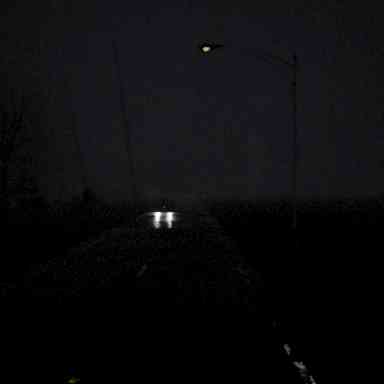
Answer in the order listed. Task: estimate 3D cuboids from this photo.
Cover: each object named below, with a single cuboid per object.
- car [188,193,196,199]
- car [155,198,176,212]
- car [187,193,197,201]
[{"bbox_3d":[-0.042,0.913,80.253,1.882,1.535,5.008,0,0,0],"label":"car"},{"bbox_3d":[-2.771,1.354,35.269,1.994,1.385,4.181,0,0,0],"label":"car"},{"bbox_3d":[-0.036,1.085,69.831,1.882,1.535,5.008,0,0,0],"label":"car"}]
